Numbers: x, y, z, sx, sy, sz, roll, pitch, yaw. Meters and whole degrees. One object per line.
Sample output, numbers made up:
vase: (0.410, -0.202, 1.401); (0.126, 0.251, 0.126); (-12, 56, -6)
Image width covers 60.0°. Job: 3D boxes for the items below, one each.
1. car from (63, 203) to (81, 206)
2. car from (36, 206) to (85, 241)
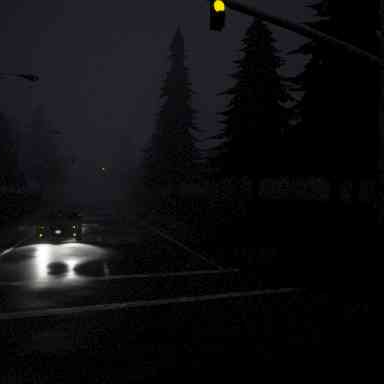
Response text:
car: (-9.726, 1.629, 26.928); (2.033, 1.411, 5.357); (1, 0, -17)
car: (-6.671, 1.639, 17.012); (1.994, 1.385, 4.181); (1, 0, -17)
